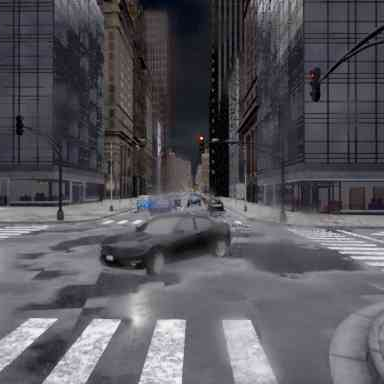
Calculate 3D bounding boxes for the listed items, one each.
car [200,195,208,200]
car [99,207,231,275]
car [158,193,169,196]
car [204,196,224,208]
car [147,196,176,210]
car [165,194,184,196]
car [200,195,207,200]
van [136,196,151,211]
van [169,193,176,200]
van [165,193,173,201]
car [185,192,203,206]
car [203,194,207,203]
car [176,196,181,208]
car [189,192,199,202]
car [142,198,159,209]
[{"bbox_3d":[3.117,1.455,85.517,1.802,1.307,4.206,0,0,0],"label":"car"},{"bbox_3d":[-0.648,1.476,10.789,1.882,1.535,5.008,-1,-1,38],"label":"car"},{"bbox_3d":[-5.571,1.384,57.319,1.967,1.590,4.097,0,0,0],"label":"car"},{"bbox_3d":[2.856,1.537,40.325,1.947,1.339,4.313,0,0,0],"label":"car"},{"bbox_3d":[-2.948,1.457,32.875,1.882,1.535,5.008,0,0,0],"label":"car"},{"bbox_3d":[-2.748,1.499,53.187,2.033,1.411,5.357,0,0,1],"label":"car"},{"bbox_3d":[3.149,1.408,91.165,2.008,1.369,4.403,0,0,0],"label":"car"},{"bbox_3d":[-5.668,1.313,40.373,1.690,1.788,3.998,0,0,0],"label":"van"},{"bbox_3d":[-5.374,1.198,91.210,1.690,1.788,3.998,0,0,0],"label":"van"},{"bbox_3d":[-5.439,1.230,79.914,1.690,1.788,3.998,0,0,0],"label":"van"},{"bbox_3d":[0.362,1.303,54.339,2.097,1.767,4.553,0,0,1],"label":"car"},{"bbox_3d":[2.953,1.526,57.272,1.802,1.307,4.206,0,0,0],"label":"car"},{"bbox_3d":[-2.876,1.532,42.834,1.994,1.385,4.181,0,0,1],"label":"car"},{"bbox_3d":[0.376,1.134,72.691,2.150,2.045,5.566,0,0,0],"label":"car"},{"bbox_3d":[-5.637,1.546,46.022,1.802,1.307,4.206,0,0,0],"label":"car"}]
